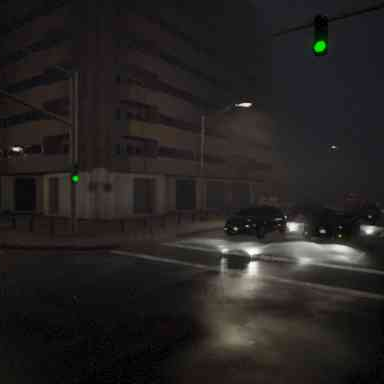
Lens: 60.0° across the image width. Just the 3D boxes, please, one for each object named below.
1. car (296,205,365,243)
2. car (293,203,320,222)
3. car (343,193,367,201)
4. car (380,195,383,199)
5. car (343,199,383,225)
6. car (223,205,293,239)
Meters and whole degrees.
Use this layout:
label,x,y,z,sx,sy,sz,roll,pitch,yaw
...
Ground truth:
label,x,y,z,sx,sy,sz,roll,pitch,yaw
car,6.859,1.540,16.204,1.994,1.385,4.181,0,0,35
car,8.846,1.505,25.094,1.994,1.385,4.181,0,0,35
car,20.400,1.138,41.398,2.150,2.045,5.566,0,0,36
car,25.502,1.158,42.505,2.150,2.045,5.566,0,0,36
car,12.625,1.510,24.384,2.033,1.411,5.357,0,0,35
car,3.419,1.460,17.399,1.837,1.490,4.892,0,0,35
